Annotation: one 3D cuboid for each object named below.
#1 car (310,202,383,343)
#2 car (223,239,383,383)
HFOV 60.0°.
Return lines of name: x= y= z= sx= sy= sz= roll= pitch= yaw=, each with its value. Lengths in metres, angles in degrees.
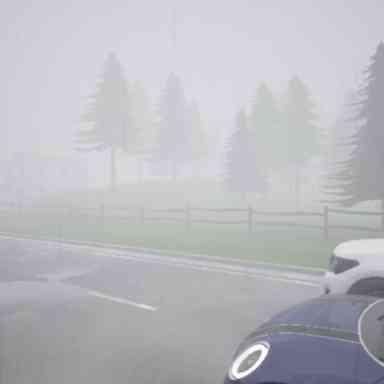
car: x=4.877 y=1.205 z=4.815 sx=5.566 sy=2.045 sz=2.150 roll=-1 pitch=-1 yaw=35
car: x=2.442 y=1.341 z=2.252 sx=4.553 sy=1.767 sz=2.097 roll=-1 pitch=-1 yaw=35
